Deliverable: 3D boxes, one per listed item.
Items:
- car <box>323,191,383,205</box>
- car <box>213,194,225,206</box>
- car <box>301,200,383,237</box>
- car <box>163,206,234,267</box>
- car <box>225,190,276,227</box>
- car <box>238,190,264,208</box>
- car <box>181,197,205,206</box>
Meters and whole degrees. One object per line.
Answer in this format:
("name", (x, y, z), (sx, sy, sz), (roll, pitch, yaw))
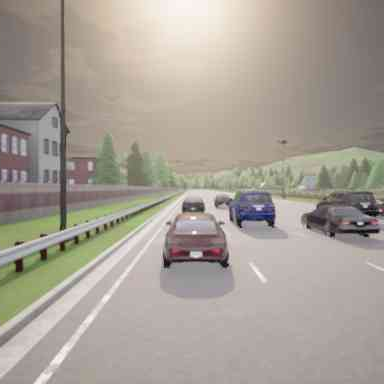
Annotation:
("car", (10.606, 0.943, 23.037), (2.150, 2.045, 5.566), (0, 1, 0))
("car", (3.611, 1.025, 39.612), (1.837, 1.490, 4.892), (0, 1, 0))
("car", (7.106, 1.347, 16.541), (2.033, 1.411, 5.357), (0, 1, 0))
("car", (0.103, 1.394, 10.764), (1.812, 1.442, 4.674), (0, 1, 0))
("car", (3.607, 0.971, 20.669), (2.150, 2.045, 5.566), (0, 1, 0))
("car", (7.112, 0.728, 40.663), (2.150, 2.045, 5.566), (0, 0, 0))
("car", (0.109, 1.131, 28.590), (1.882, 1.535, 5.008), (0, 1, 0))
